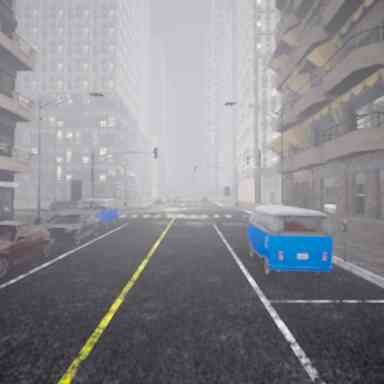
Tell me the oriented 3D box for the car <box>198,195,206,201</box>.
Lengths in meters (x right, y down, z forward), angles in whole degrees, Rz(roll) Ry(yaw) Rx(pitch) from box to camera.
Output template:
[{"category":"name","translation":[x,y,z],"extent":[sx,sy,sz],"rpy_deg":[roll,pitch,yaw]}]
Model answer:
[{"category":"car","translation":[2.706,1.487,87.004],"extent":[1.947,1.339,4.313],"rpy_deg":[1,0,0]}]

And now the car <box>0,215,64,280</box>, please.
[{"category":"car","translation":[-5.643,1.573,9.912],"extent":[1.802,1.307,4.206],"rpy_deg":[1,0,0]}]

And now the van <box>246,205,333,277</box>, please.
[{"category":"van","translation":[2.708,1.332,9.964],"extent":[1.690,1.788,3.998],"rpy_deg":[1,0,0]}]

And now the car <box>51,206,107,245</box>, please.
[{"category":"car","translation":[-5.643,1.552,15.451],"extent":[1.947,1.339,4.313],"rpy_deg":[1,0,0]}]

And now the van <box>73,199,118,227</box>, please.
[{"category":"van","translation":[-5.808,1.322,20.993],"extent":[1.690,1.788,3.998],"rpy_deg":[1,0,0]}]

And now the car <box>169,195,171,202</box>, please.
[{"category":"car","translation":[-5.676,1.522,64.634],"extent":[1.802,1.307,4.206],"rpy_deg":[1,0,0]}]

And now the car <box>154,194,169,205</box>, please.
[{"category":"car","translation":[-5.673,1.386,59.059],"extent":[1.967,1.590,4.097],"rpy_deg":[1,0,0]}]

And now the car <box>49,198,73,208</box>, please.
[{"category":"car","translation":[-16.490,1.457,43.639],"extent":[4.097,1.590,1.967],"rpy_deg":[0,-1,0]}]

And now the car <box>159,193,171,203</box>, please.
[{"category":"car","translation":[-5.670,1.250,70.209],"extent":[2.192,1.841,5.009],"rpy_deg":[1,0,0]}]

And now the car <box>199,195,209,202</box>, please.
[{"category":"car","translation":[2.705,1.518,70.271],"extent":[1.802,1.307,4.206],"rpy_deg":[1,0,0]}]

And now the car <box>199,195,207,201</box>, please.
[{"category":"car","translation":[2.707,1.451,81.597],"extent":[1.752,1.417,4.829],"rpy_deg":[1,0,0]}]

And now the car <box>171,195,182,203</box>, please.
[{"category":"car","translation":[-2.999,1.417,66.984],"extent":[1.882,1.535,5.008],"rpy_deg":[0,0,0]}]
